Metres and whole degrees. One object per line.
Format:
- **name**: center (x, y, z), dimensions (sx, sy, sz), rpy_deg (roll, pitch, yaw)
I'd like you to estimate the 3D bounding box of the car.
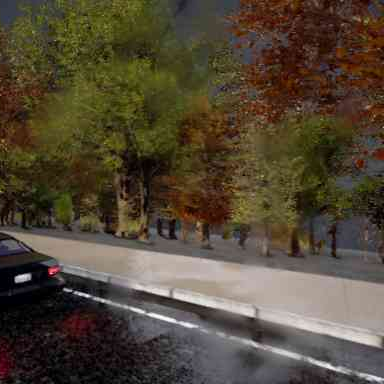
- **car**: center (-4.983, 1.541, 7.240), dimensions (5.357, 1.411, 2.033), rpy_deg (0, 0, 36)
